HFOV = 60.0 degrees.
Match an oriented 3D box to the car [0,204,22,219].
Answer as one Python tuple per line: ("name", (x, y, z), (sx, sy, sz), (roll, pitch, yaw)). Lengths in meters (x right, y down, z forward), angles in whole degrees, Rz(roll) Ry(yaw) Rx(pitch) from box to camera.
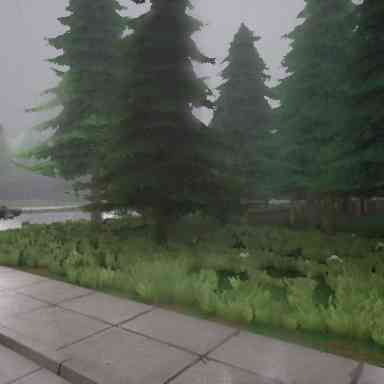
("car", (-15.604, 1.568, 25.100), (1.895, 1.301, 4.718), (0, 0, 34))
